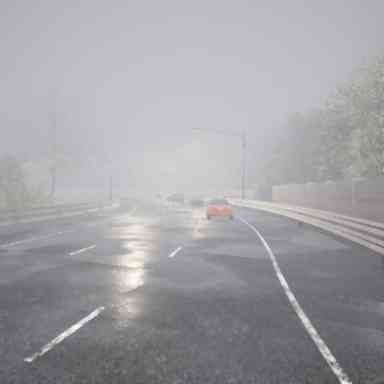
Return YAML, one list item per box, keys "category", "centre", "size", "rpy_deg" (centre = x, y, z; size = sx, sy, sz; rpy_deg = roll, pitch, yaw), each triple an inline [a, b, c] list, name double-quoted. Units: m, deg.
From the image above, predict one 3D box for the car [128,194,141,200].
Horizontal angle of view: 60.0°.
- category: "car"
  centre: [-15.722, 1.363, 90.964]
  size: [1.994, 1.385, 4.181]
  rpy_deg: [1, 0, -33]

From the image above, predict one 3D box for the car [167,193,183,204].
- category: "car"
  centre: [-3.209, 1.206, 64.385]
  size: [2.150, 2.045, 5.566]
  rpy_deg: [1, 0, -18]

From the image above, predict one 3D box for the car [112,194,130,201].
- category: "car"
  centre: [-17.028, 1.368, 79.309]
  size: [1.994, 1.385, 4.181]
  rpy_deg: [1, 0, -29]

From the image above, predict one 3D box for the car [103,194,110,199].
- category: "car"
  centre: [-21.904, 1.268, 87.630]
  size: [2.033, 1.411, 5.357]
  rpy_deg: [1, 0, -33]

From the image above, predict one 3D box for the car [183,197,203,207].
- category: "car"
  centre: [0.414, 1.528, 50.141]
  size: [1.837, 1.490, 4.892]
  rpy_deg: [1, 0, -11]

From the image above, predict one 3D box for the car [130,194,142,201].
- category: "car"
  centre: [-13.939, 1.211, 80.967]
  size: [2.097, 1.767, 4.553]
  rpy_deg: [1, 0, -29]

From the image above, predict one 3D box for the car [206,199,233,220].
- category: "car"
  centre: [2.301, 1.388, 28.985]
  size: [2.097, 1.767, 4.553]
  rpy_deg: [1, 0, 0]

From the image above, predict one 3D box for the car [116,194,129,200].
- category: "car"
  centre: [-18.698, 1.303, 89.123]
  size: [1.812, 1.442, 4.674]
  rpy_deg: [1, 0, -33]
